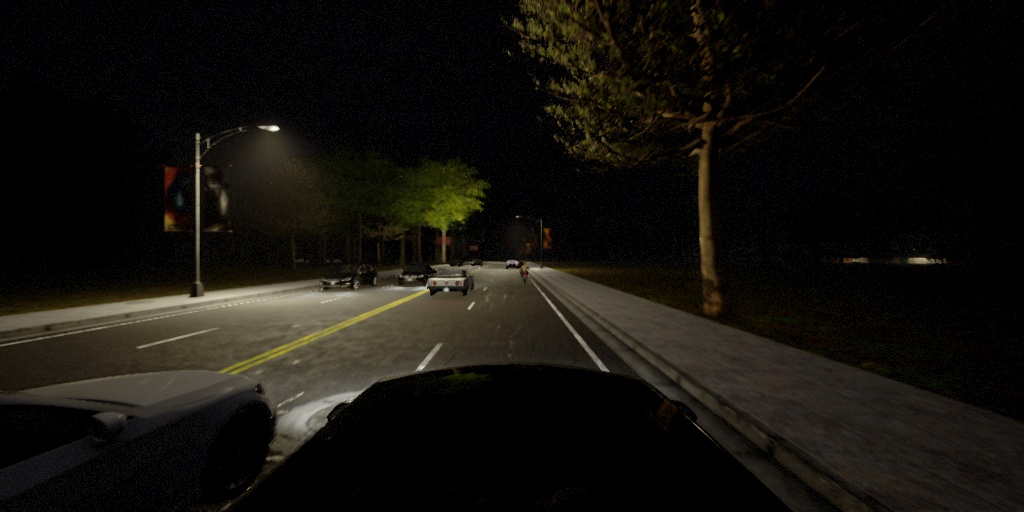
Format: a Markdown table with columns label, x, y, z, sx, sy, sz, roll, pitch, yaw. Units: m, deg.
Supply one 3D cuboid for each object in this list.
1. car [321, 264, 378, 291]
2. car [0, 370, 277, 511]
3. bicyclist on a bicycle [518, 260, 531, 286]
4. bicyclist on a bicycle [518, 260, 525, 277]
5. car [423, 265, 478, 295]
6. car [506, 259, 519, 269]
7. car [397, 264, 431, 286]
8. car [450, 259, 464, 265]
| label | x | y | z | sx | sy | sz | roll | pitch | yaw |
| --- | --- | --- | --- | --- | --- | --- | --- | --- | --- |
| car | -9.853 | 1.250 | 22.137 | 1.837 | 1.490 | 4.892 | 0 | 0 | 0 |
| car | -3.151 | 1.276 | 1.456 | 1.812 | 1.442 | 4.674 | 0 | 0 | 0 |
| bicyclist on a bicycle | 0.901 | 1.182 | 24.610 | 0.866 | 1.612 | 1.509 | 0 | 0 | 0 |
| bicyclist on a bicycle | 0.885 | 1.202 | 34.348 | 0.582 | 1.620 | 1.656 | 0 | 0 | 0 |
| car | -3.161 | 1.346 | 19.457 | 1.895 | 1.301 | 4.718 | 0 | 0 | 0 |
| car | 0.054 | 1.358 | 54.839 | 1.895 | 1.301 | 4.718 | 0 | 0 | 0 |
| car | -6.603 | 1.271 | 25.482 | 1.812 | 1.442 | 4.674 | 0 | 0 | 0 |
| car | -9.788 | 1.240 | 63.686 | 1.882 | 1.535 | 5.008 | 0 | 0 | 1 |
